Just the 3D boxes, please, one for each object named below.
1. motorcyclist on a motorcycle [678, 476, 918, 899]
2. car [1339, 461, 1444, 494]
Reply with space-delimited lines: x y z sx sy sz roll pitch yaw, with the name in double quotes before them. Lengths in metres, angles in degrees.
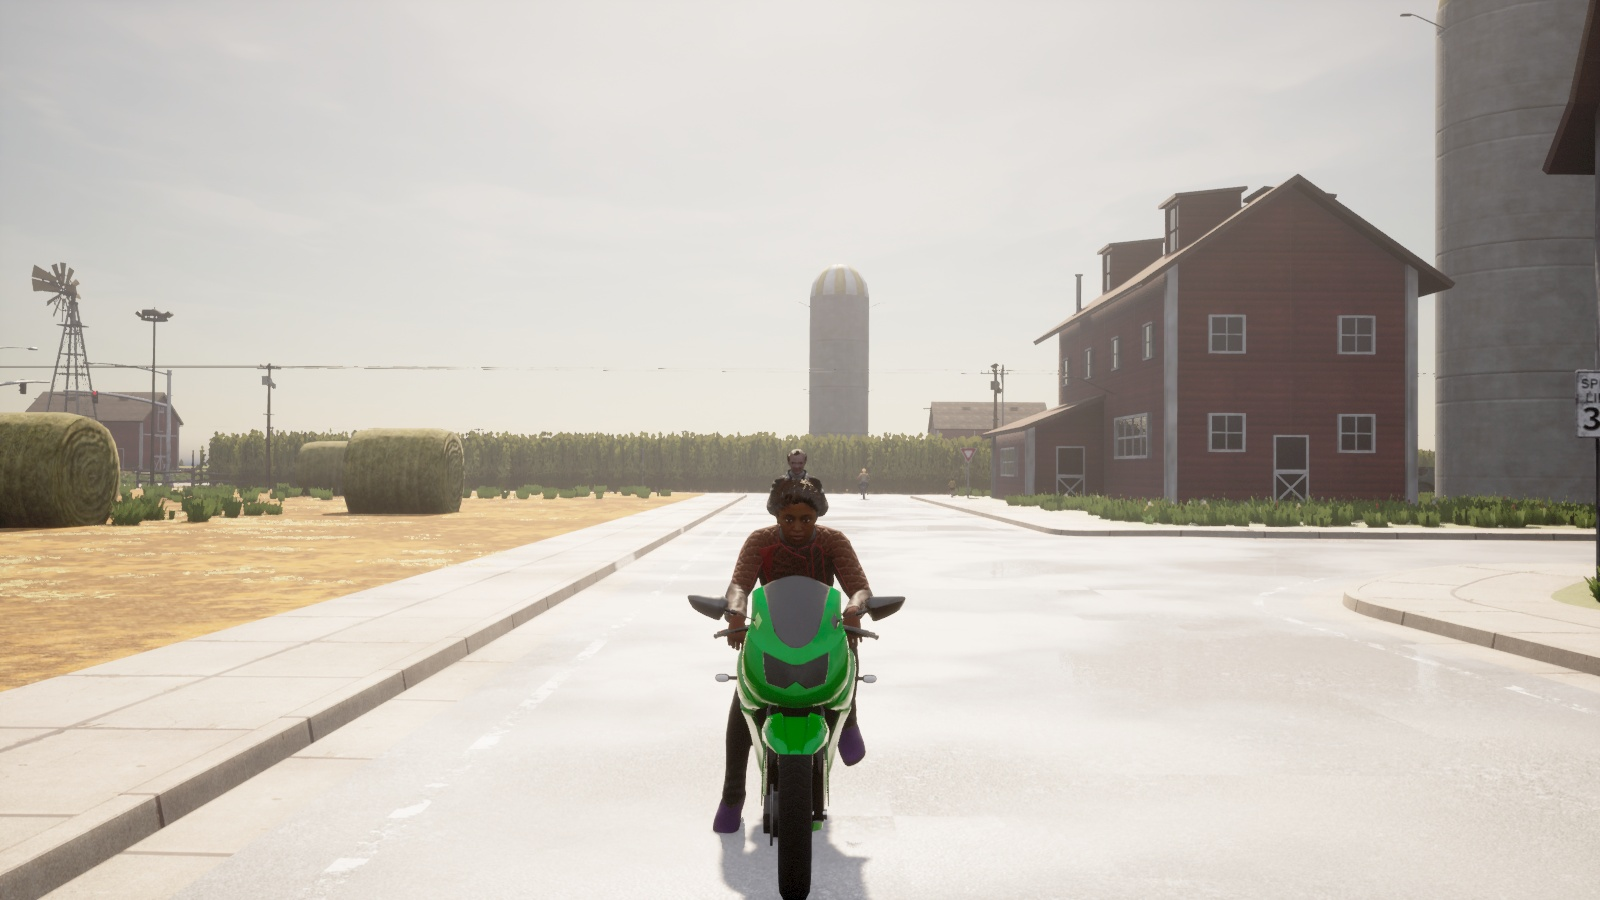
"motorcyclist on a motorcycle" -0.009 0.878 5.209 0.797 1.523 2.044 0 -1 0
"car" 37.095 1.730 78.815 5.566 2.045 2.150 0 -1 1
